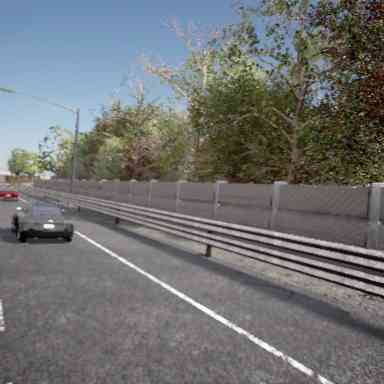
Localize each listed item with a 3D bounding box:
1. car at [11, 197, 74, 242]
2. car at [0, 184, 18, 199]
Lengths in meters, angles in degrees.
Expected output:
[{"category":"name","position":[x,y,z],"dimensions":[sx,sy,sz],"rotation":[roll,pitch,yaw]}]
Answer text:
[{"category":"car","position":[-6.303,1.162,13.948],"dimensions":[1.994,1.385,4.181],"rotation":[5,0,-32]},{"category":"car","position":[-20.304,0.133,36.620],"dimensions":[1.882,1.535,5.008],"rotation":[5,-1,-32]}]
